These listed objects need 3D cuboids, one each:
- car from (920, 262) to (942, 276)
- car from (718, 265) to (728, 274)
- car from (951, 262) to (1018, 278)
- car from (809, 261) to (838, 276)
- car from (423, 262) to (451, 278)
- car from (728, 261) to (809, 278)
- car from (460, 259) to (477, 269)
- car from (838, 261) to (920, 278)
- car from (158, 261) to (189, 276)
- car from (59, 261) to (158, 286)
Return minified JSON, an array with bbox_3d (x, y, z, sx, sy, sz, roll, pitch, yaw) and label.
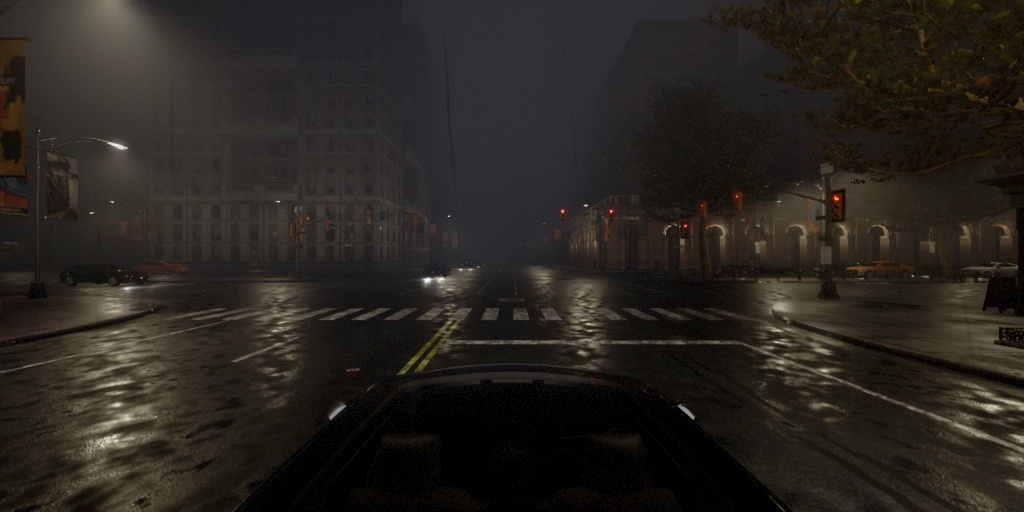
[{"bbox_3d":[42.935,1.314,35.805,4.181,1.385,1.994,0,0,0],"label":"car"},{"bbox_3d":[23.288,1.241,35.900,4.902,1.511,2.128,0,0,0],"label":"car"},{"bbox_3d":[43.279,1.276,32.304,4.674,1.442,1.812,0,0,1],"label":"car"},{"bbox_3d":[32.886,1.241,35.861,4.902,1.511,2.128,0,0,0],"label":"car"},{"bbox_3d":[-7.150,1.314,34.441,1.994,1.385,4.181,0,0,0],"label":"car"},{"bbox_3d":[23.088,1.297,32.400,5.357,1.411,2.033,0,0,0],"label":"car"},{"bbox_3d":[-7.173,1.254,57.993,1.837,1.490,4.892,0,0,0],"label":"car"},{"bbox_3d":[33.053,1.228,32.357,5.008,1.535,1.882,0,0,0],"label":"car"},{"bbox_3d":[-35.578,1.228,36.134,5.008,1.535,1.882,0,0,0],"label":"car"},{"bbox_3d":[-27.647,1.255,24.418,4.892,1.490,1.837,0,0,0],"label":"car"}]
